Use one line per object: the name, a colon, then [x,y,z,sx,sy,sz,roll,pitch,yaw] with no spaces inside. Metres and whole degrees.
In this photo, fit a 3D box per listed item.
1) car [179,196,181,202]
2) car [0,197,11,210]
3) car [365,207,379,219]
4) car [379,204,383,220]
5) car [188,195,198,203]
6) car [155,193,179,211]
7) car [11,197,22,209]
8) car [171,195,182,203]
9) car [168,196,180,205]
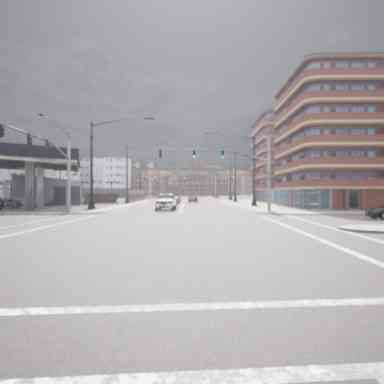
car: [-3.218,1.509,50.626,2.033,1.411,5.357,0,0,0]
car: [-23.323,1.267,36.879,4.611,1.667,2.242,0,0,1]
car: [16.676,1.484,26.962,4.892,1.490,1.837,0,0,0]
car: [16.295,1.583,23.486,4.718,1.301,1.895,0,0,-3]
car: [0.190,1.440,66.996,2.128,1.511,4.902,0,0,0]
car: [-3.130,1.191,40.330,2.150,2.045,5.566,0,0,2]
car: [-24.041,1.423,42.629,3.806,1.475,1.970,0,0,1]
car: [-3.347,1.459,71.269,2.128,1.511,4.902,0,0,0]
car: [-3.258,1.501,60.940,2.033,1.411,5.357,0,0,0]
